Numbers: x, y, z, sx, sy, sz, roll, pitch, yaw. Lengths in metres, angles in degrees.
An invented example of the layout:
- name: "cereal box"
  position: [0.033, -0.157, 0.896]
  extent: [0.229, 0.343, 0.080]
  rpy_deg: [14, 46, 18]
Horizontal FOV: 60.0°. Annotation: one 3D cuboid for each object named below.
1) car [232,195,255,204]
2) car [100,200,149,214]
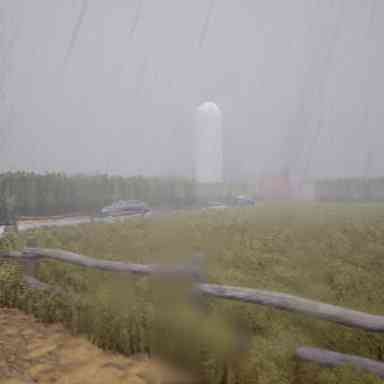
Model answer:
- name: "car"
  position: [6.687, 1.188, 42.758]
  extent: [1.837, 1.490, 4.892]
  rpy_deg: [0, 1, 29]
- name: "car"
  position: [-5.849, 1.428, 29.154]
  extent: [2.128, 1.511, 4.902]
  rpy_deg: [0, 0, 34]
